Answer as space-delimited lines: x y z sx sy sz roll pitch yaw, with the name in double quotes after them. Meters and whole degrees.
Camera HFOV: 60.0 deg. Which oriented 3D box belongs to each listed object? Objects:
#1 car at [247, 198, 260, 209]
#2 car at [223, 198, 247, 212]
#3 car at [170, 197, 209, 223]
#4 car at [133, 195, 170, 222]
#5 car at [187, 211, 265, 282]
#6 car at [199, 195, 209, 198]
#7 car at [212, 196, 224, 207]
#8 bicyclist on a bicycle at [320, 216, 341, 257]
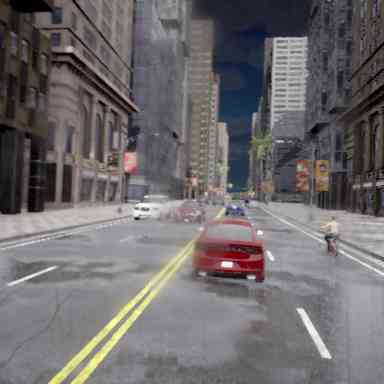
11.303 2.300 61.250 1.812 1.442 4.674 2 0 8 "car"
5.153 1.814 39.879 2.097 1.767 4.553 2 0 8 "car"
-0.072 1.545 26.850 2.097 1.767 4.553 2 0 8 "car"
-3.191 1.301 27.983 2.150 2.045 5.566 2 0 8 "car"
1.174 1.607 10.370 1.882 1.535 5.008 2 0 8 "car"
2.396 1.654 68.743 2.150 2.045 5.566 2 0 8 "car"
5.363 1.782 66.470 2.150 2.045 5.566 2 0 8 "car"
5.697 1.764 13.543 0.866 1.612 1.509 2 0 7 "bicyclist on a bicycle"
